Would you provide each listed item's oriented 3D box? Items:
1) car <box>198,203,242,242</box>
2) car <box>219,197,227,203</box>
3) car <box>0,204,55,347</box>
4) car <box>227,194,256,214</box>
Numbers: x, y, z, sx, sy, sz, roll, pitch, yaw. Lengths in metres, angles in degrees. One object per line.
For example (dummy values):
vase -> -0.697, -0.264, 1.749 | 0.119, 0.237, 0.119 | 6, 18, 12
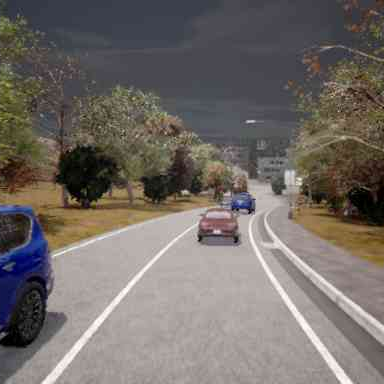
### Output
car -> 1.339, 1.504, 16.237 | 1.812, 1.442, 4.674 | 1, 0, 7
car -> 5.179, 1.399, 47.027 | 2.128, 1.511, 4.902 | 2, 0, 19
car -> -3.445, 1.197, 3.359 | 2.150, 2.045, 5.566 | 0, 0, 2
car -> 5.664, 1.213, 36.409 | 2.150, 2.045, 5.566 | 2, 0, 16
